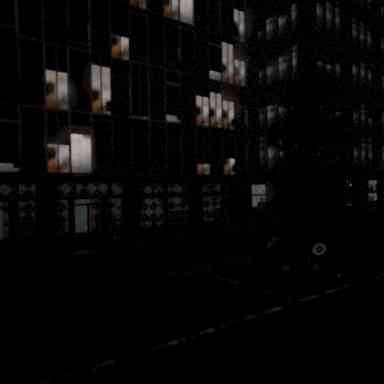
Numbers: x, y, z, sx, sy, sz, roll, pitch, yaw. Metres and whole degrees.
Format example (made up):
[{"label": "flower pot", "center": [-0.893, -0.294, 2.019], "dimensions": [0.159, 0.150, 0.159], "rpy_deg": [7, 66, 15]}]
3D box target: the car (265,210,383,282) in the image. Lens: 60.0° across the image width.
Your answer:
[{"label": "car", "center": [3.939, 1.339, 9.380], "dimensions": [4.097, 1.590, 1.967], "rpy_deg": [-1, 0, -35]}]
